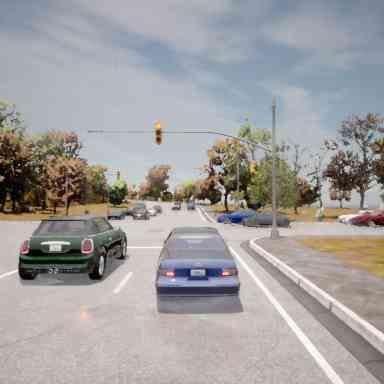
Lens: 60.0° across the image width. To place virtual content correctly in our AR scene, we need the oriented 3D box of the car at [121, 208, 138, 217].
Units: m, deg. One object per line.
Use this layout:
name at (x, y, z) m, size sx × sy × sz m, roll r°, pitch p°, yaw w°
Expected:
car at (-10.740, 3.504, 57.478) m, size 1.895 × 1.301 × 4.718 m, roll 0°, pitch -1°, yaw 0°

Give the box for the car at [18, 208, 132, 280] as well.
car at (-3.444, 1.486, 10.515) m, size 2.097 × 1.767 × 4.553 m, roll 0°, pitch -1°, yaw 0°

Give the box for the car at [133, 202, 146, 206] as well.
car at (-10.687, 3.204, 68.235) m, size 2.150 × 2.045 × 5.566 m, roll 0°, pitch 0°, yaw 0°

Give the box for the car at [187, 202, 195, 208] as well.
car at (-0.334, 3.305, 87.961) m, size 1.994 × 1.385 × 4.181 m, roll 0°, pitch 0°, yaw -4°

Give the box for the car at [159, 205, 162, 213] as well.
car at (-7.198, 3.488, 67.979) m, size 1.837 × 1.490 × 4.892 m, roll 0°, pitch 0°, yaw 0°

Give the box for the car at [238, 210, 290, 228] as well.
car at (6.514, 2.445, 29.517) m, size 4.181 × 1.385 × 1.994 m, roll 0°, pitch -3°, yaw -1°

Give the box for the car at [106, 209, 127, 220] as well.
car at (-10.762, 3.208, 47.601) m, size 2.033 × 1.411 × 5.357 m, roll 0°, pitch -2°, yaw -3°

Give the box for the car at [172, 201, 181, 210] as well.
car at (-3.712, 3.539, 77.834) m, size 1.895 × 1.301 × 4.718 m, roll 0°, pitch 0°, yaw 0°

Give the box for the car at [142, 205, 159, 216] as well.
car at (-7.237, 3.433, 57.689) m, size 1.812 × 1.442 × 4.674 m, roll 0°, pitch -1°, yaw 0°

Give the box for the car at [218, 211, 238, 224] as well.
car at (5.001, 2.520, 33.011) m, size 5.008 × 1.535 × 1.882 m, roll 0°, pitch -3°, yaw 0°

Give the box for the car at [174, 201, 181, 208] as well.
car at (-3.833, 3.248, 87.867) m, size 1.837 × 1.490 × 4.892 m, roll 0°, pitch 0°, yaw -4°

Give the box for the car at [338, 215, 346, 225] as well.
car at (17.055, 2.580, 33.297) m, size 4.674 × 1.442 × 1.812 m, roll 0°, pitch -3°, yaw -3°

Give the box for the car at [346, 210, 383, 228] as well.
car at (17.000, 2.371, 29.799) m, size 5.008 × 1.535 × 1.882 m, roll 0°, pitch -3°, yaw -3°

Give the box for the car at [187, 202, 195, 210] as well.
car at (-0.212, 3.467, 77.779) m, size 1.812 × 1.442 × 4.674 m, roll 0°, pitch 0°, yaw 0°

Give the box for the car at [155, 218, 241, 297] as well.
car at (0.068, 1.646, 8.901) m, size 2.033 × 1.411 × 5.357 m, roll 0°, pitch -1°, yaw -1°

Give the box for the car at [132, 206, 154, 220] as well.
car at (-7.220, 3.158, 47.798) m, size 2.128 × 1.511 × 4.902 m, roll 0°, pitch -2°, yaw 1°
